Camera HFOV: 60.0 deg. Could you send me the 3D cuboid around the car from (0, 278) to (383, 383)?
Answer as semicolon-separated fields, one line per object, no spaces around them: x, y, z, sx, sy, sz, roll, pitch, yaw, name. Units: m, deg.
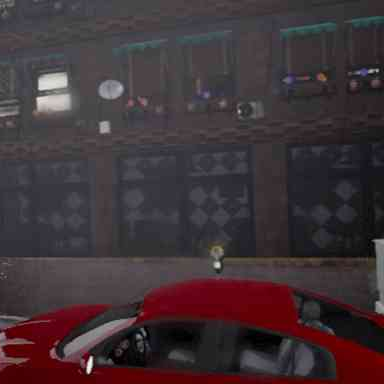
0.005;1.537;3.081;4.507;1.381;1.887;-1;-1;12;car
